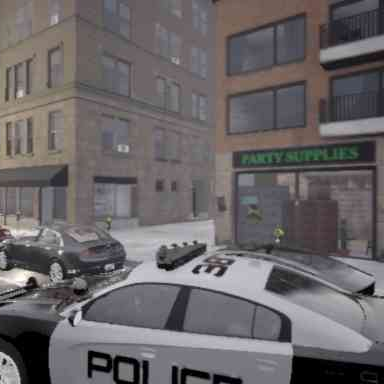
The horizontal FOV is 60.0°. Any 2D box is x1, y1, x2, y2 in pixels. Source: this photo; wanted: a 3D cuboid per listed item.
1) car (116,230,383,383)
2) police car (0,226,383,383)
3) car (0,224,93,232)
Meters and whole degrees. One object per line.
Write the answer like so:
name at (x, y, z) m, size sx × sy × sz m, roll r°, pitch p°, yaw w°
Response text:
car at (0.866, 1.572, 5.916) m, size 4.313 × 1.339 × 1.947 m, roll 0°, pitch 0°, yaw 36°
police car at (-0.243, 1.428, 3.766) m, size 5.238 × 1.638 × 1.930 m, roll 0°, pitch 0°, yaw 19°
car at (-3.743, 1.552, 9.216) m, size 4.403 × 1.369 × 2.008 m, roll 0°, pitch 0°, yaw 36°
